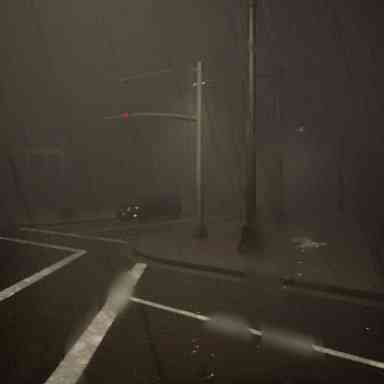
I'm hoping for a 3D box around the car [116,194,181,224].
[{"bbox_3d":[-3.100,1.168,25.154,2.150,2.045,5.566,0,0,36],"label":"car"}]
